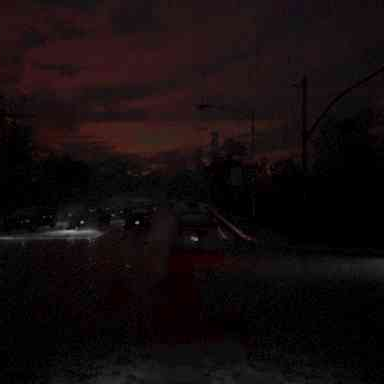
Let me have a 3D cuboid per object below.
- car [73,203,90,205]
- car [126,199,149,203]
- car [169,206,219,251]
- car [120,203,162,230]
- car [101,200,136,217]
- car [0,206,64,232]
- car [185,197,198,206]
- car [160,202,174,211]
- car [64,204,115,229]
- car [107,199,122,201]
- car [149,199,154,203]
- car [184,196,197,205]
[{"bbox_3d":[-10.532,1.777,31.457,2.128,1.511,4.902,0,0,0],"label":"car"},{"bbox_3d":[-6.995,1.891,42.089,1.994,1.385,4.181,0,0,0],"label":"car"},{"bbox_3d":[0.101,1.614,14.750,1.882,1.535,5.008,0,-1,0],"label":"car"},{"bbox_3d":[-3.397,1.737,22.950,1.812,1.442,4.674,0,-1,0],"label":"car"},{"bbox_3d":[-7.031,1.816,32.137,1.812,1.442,4.674,0,0,1],"label":"car"},{"bbox_3d":[-10.582,1.680,21.969,1.882,1.535,5.008,0,-1,0],"label":"car"},{"bbox_3d":[-0.006,1.832,53.515,2.033,1.411,5.357,0,0,0],"label":"car"},{"bbox_3d":[-3.395,1.927,43.854,1.895,1.301,4.718,0,0,0],"label":"car"},{"bbox_3d":[-7.079,1.780,23.381,1.994,1.385,4.181,0,-1,0],"label":"car"},{"bbox_3d":[-10.495,1.831,41.703,1.837,1.490,4.892,0,0,0],"label":"car"},{"bbox_3d":[-7.004,1.858,52.085,1.994,1.385,4.181,0,0,0],"label":"car"},{"bbox_3d":[-0.397,1.675,63.872,2.128,1.511,4.902,0,1,-5],"label":"car"}]
